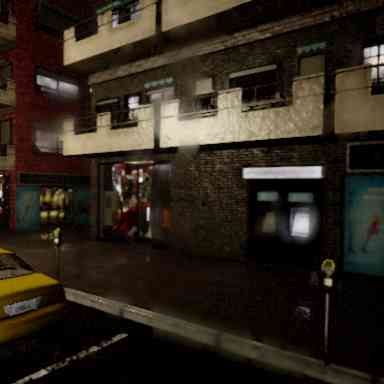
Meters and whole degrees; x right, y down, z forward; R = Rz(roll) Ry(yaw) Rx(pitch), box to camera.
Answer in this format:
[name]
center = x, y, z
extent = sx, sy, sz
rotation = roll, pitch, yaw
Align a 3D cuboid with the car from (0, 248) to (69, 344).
[car]
center = -4.148, 1.502, 5.817
extent = 4.829, 1.417, 1.752
rotation = 0, 1, 35
